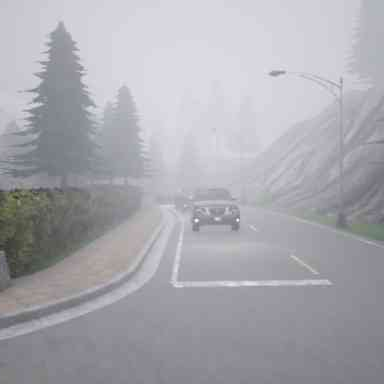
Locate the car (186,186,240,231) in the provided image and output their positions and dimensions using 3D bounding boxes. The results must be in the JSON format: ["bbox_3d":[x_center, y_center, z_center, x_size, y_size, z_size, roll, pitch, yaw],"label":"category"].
[{"bbox_3d":[1.002,0.760,17.293,2.150,2.045,5.566,-1,1,-2],"label":"car"}]

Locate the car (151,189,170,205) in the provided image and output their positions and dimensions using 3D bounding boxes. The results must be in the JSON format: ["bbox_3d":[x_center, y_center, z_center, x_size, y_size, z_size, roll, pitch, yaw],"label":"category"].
[{"bbox_3d":[-2.839,0.626,37.235,1.994,1.385,4.181,-1,2,-21],"label":"car"}]

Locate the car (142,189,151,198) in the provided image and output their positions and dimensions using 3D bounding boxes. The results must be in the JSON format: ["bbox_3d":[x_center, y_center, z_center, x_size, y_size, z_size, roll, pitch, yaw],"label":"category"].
[{"bbox_3d":[-6.305,0.222,51.398,2.128,1.511,4.902,-1,2,-38],"label":"car"}]

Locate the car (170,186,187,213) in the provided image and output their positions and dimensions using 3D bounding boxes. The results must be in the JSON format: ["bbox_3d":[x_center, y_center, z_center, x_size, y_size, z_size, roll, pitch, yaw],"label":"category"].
[{"bbox_3d":[-0.129,0.507,27.570,2.150,2.045,5.566,-1,2,-12],"label":"car"}]
